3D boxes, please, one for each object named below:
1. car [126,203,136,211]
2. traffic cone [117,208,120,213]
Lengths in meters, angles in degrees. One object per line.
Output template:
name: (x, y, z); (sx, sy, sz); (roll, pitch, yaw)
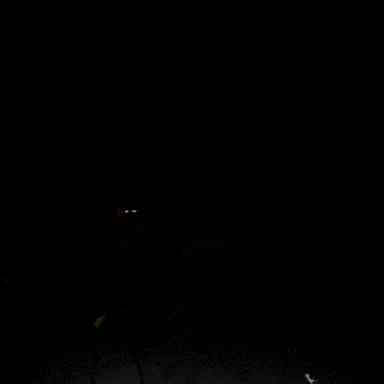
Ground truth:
car: (-12.350, 3.049, 67.384); (1.812, 1.442, 4.674); (0, -3, -9)
traffic cone: (-7.962, 2.296, 36.731); (0.340, 0.580, 0.340); (0, -1, -11)
